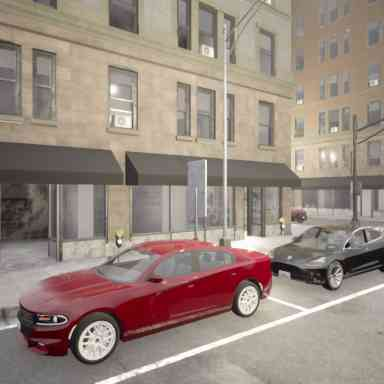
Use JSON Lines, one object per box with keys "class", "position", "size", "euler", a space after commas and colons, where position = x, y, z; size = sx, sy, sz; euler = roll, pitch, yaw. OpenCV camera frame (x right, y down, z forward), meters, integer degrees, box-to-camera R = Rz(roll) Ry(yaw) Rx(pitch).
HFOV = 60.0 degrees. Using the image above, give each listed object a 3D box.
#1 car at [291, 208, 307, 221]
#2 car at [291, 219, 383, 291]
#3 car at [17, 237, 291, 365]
{"class": "car", "position": [6.483, 1.546, 25.741], "size": [1.882, 1.535, 5.008], "euler": [0, 0, -36]}
{"class": "car", "position": [3.924, 1.566, 9.065], "size": [4.313, 1.339, 1.947], "euler": [0, 0, -36]}
{"class": "car", "position": [-0.533, 1.545, 5.824], "size": [4.507, 1.381, 1.887], "euler": [0, 0, -36]}
